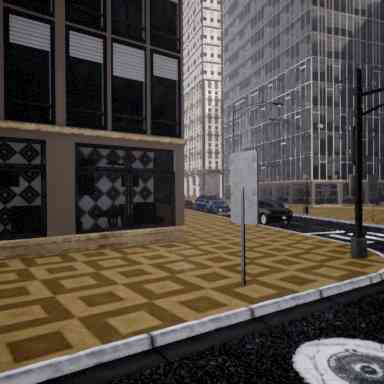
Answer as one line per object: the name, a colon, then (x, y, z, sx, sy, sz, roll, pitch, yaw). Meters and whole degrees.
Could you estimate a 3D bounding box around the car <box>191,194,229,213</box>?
car: (1.839, 1.020, 31.929, 2.097, 1.767, 4.553, -1, 1, -19)

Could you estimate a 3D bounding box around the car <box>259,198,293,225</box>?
car: (4.888, 1.278, 22.856, 1.882, 1.535, 5.008, -1, 1, -19)

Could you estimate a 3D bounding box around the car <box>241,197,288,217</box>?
car: (6.106, 1.230, 28.556, 1.812, 1.442, 4.674, -1, 1, -19)

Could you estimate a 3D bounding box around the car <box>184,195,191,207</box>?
car: (-1.315, 1.094, 41.348, 1.994, 1.385, 4.181, -1, 1, -18)
